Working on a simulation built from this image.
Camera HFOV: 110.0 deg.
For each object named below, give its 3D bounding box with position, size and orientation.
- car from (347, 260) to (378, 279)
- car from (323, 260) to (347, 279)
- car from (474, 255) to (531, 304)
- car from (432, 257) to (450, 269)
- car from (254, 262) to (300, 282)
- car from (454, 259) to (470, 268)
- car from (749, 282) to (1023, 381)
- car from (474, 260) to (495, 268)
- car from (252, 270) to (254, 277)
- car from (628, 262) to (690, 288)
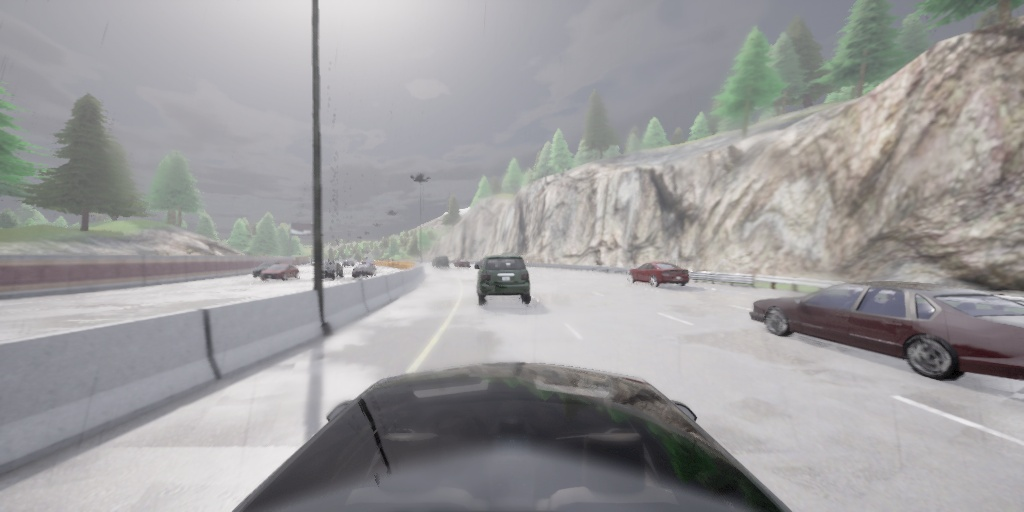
[{"bbox_3d":[-14.841,1.470,36.409,2.033,1.411,5.357,-1,0,-14],"label":"car"},{"bbox_3d":[-18.445,1.471,36.261,1.837,1.490,4.892,-1,0,-14],"label":"car"},{"bbox_3d":[-0.525,0.978,16.598,2.150,2.045,5.566,0,0,-6],"label":"car"},{"bbox_3d":[-12.475,1.116,62.692,2.150,2.045,5.566,0,0,-24],"label":"car"},{"bbox_3d":[-21.272,1.475,33.057,1.882,1.535,5.008,-1,0,-13],"label":"car"},{"bbox_3d":[-8.828,1.329,63.037,1.882,1.535,5.008,0,0,-23],"label":"car"},{"bbox_3d":[7.309,1.212,6.984,2.033,1.411,5.357,-1,0,-4],"label":"car"},{"bbox_3d":[-4.935,1.353,63.204,2.033,1.411,5.357,-1,0,-23],"label":"car"},{"bbox_3d":[-26.545,1.411,39.357,2.097,1.767,4.553,-1,0,-16],"label":"car"},{"bbox_3d":[9.240,1.119,23.024,1.882,1.535,5.008,0,0,-7],"label":"car"}]
